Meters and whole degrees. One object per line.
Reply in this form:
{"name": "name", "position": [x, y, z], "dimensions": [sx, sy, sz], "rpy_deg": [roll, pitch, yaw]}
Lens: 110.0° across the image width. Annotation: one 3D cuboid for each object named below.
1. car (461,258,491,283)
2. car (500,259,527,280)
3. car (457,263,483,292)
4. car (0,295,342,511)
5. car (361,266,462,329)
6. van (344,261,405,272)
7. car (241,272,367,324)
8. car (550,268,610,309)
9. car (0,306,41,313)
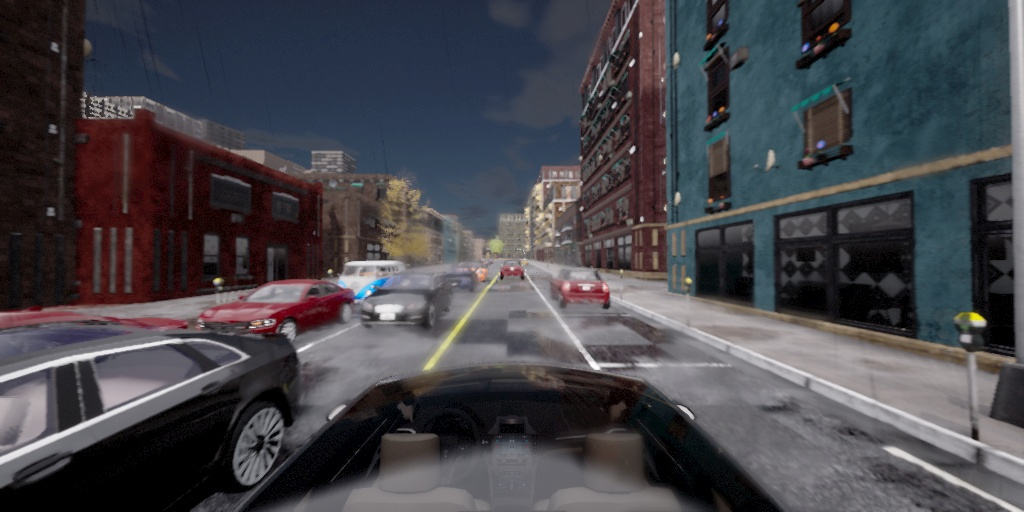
{"name": "car", "position": [-2.993, 1.163, 27.656], "dimensions": [2.097, 1.767, 4.553], "rpy_deg": [0, 0, 0]}
{"name": "car", "position": [0.017, 1.110, 32.097], "dimensions": [2.097, 1.767, 4.553], "rpy_deg": [0, 0, 0]}
{"name": "car", "position": [-3.070, 1.320, 21.197], "dimensions": [1.994, 1.385, 4.181], "rpy_deg": [0, 0, 1]}
{"name": "car", "position": [-3.091, 1.242, 1.740], "dimensions": [2.128, 1.511, 4.902], "rpy_deg": [0, 0, 0]}
{"name": "car", "position": [-3.084, 1.244, 11.379], "dimensions": [2.128, 1.511, 4.902], "rpy_deg": [0, 0, 0]}
{"name": "van", "position": [-5.686, 1.095, 14.937], "dimensions": [1.690, 1.789, 3.998], "rpy_deg": [0, 0, 0]}
{"name": "car", "position": [-5.688, 1.297, 9.250], "dimensions": [1.888, 1.381, 4.507], "rpy_deg": [0, 0, 0]}
{"name": "car", "position": [2.695, 1.193, 14.996], "dimensions": [1.967, 1.591, 4.097], "rpy_deg": [0, 0, 0]}
{"name": "car", "position": [-5.766, 1.296, 3.568], "dimensions": [1.888, 1.381, 4.507], "rpy_deg": [0, 0, 0]}
